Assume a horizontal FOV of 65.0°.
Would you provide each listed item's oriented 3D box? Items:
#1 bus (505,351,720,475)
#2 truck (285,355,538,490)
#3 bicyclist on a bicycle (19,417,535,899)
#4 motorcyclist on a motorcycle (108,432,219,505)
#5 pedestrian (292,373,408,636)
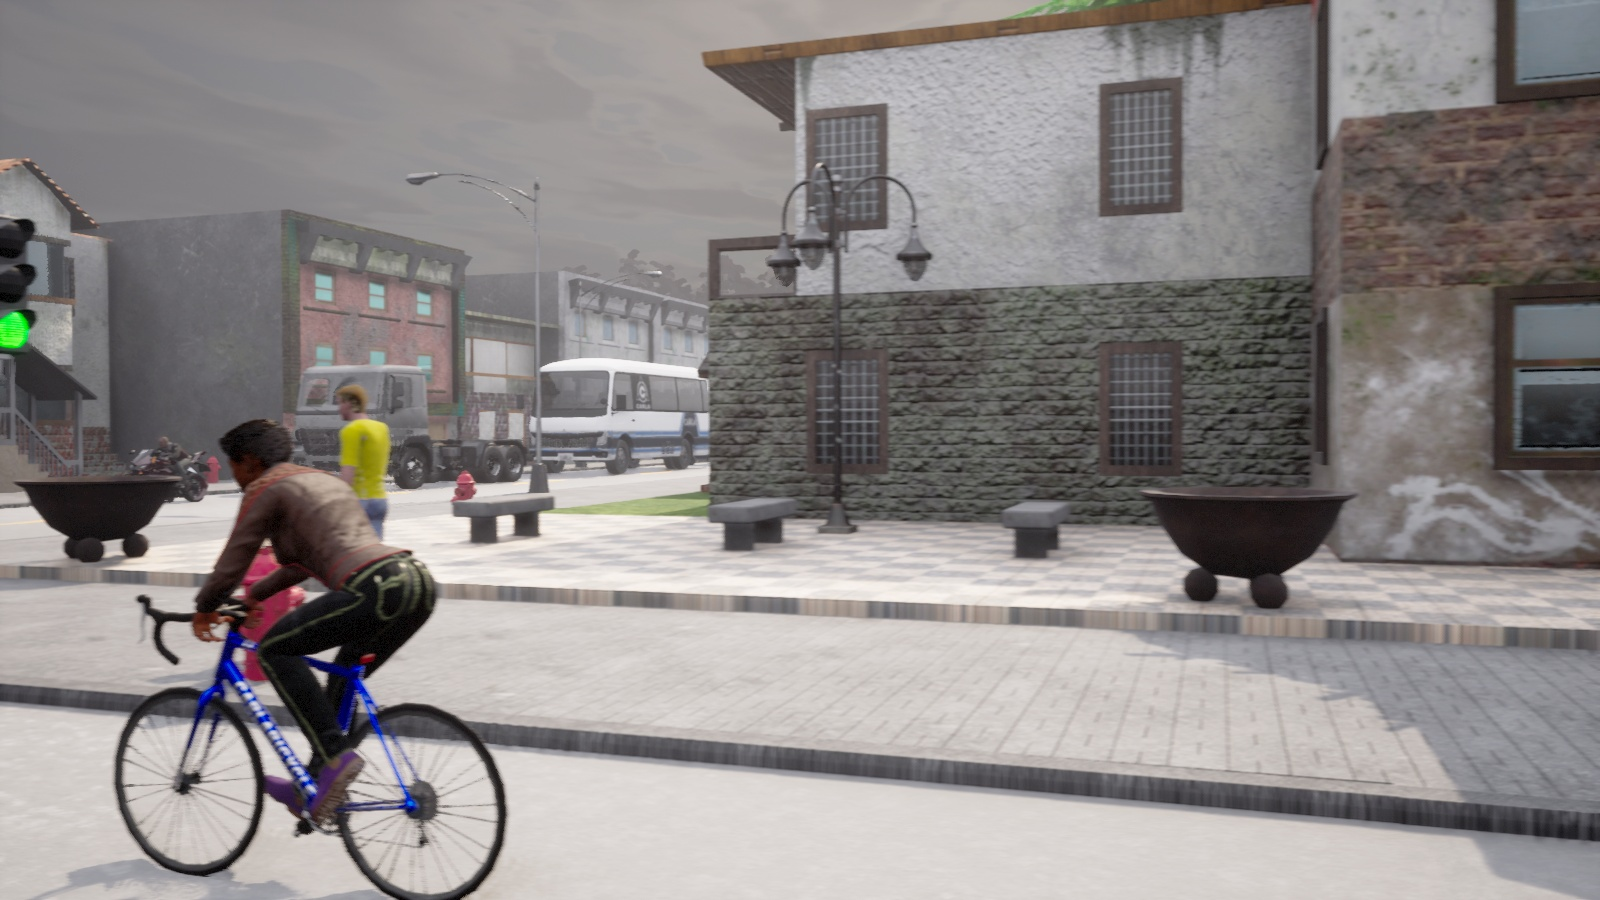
[{"bbox_3d":[-6.868,-1.348,48.339,3.944,4.253,10.273,1,1,19],"label":"bus"},{"bbox_3d":[-10.907,-0.776,36.332,2.891,3.462,7.936,1,1,19],"label":"truck"},{"bbox_3d":[-1.796,0.704,4.324,1.656,1.620,0.582,0,1,19],"label":"bicyclist on a bicycle"},{"bbox_3d":[-13.892,0.371,27.489,0.866,1.530,2.191,1,1,18],"label":"motorcyclist on a motorcycle"},{"bbox_3d":[-3.234,0.377,9.034,0.706,1.836,0.354,0,1,15],"label":"pedestrian"}]
